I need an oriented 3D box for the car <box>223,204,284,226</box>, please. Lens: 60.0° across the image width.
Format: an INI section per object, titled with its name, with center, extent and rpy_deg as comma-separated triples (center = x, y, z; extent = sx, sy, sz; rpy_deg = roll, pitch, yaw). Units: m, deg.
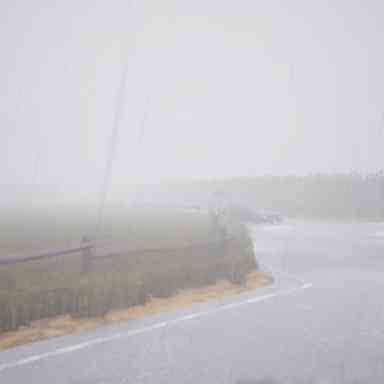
[car]
center = 4.233, 1.570, 24.394
extent = 2.033, 1.411, 5.357
rpy_deg = 0, 0, -28
